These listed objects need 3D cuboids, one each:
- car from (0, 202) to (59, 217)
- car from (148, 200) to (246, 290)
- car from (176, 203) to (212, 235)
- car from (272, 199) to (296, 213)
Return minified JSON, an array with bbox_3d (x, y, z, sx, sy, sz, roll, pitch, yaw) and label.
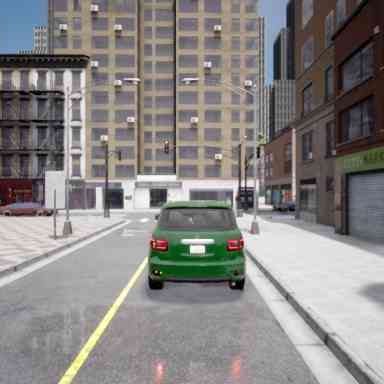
[{"bbox_3d":[-15.214,1.645,30.716,5.357,1.411,2.033,0,0,3],"label":"car"},{"bbox_3d":[0.100,1.220,9.225,2.150,2.045,5.566,0,0,0],"label":"car"},{"bbox_3d":[0.071,1.497,19.721,1.837,1.490,4.892,0,0,-1],"label":"car"},{"bbox_3d":[11.033,1.426,34.220,5.357,1.411,2.033,-1,0,-1],"label":"car"}]
